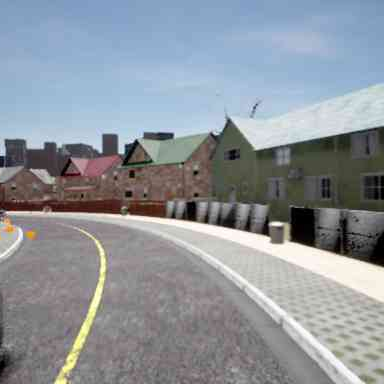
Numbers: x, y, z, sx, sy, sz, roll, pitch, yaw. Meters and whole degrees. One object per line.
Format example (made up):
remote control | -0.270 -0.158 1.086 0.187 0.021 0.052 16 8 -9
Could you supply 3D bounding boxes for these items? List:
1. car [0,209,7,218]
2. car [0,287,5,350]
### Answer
car | -22.746 2.196 37.281 5.357 1.411 2.033 -2 -1 39
car | -3.112 1.533 2.276 1.837 1.490 4.892 0 1 -5
